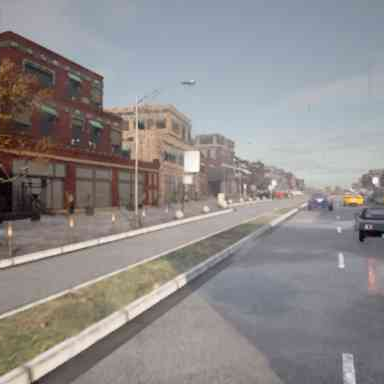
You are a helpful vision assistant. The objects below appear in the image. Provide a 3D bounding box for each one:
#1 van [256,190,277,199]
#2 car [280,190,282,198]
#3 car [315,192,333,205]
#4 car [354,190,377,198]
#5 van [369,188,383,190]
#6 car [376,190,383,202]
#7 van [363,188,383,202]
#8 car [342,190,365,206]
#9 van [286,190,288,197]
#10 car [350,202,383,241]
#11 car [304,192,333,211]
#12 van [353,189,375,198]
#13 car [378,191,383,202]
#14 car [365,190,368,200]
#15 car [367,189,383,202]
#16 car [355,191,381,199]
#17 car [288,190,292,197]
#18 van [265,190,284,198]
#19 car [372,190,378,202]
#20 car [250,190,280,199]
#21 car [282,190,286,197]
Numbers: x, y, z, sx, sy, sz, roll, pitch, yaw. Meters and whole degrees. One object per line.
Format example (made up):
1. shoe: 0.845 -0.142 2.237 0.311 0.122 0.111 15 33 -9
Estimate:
1. van: 16.608 0.571 74.202 4.442 1.987 1.878 -1 0 24
2. car: 17.693 0.813 76.901 4.792 1.488 2.163 -1 0 24
3. car: 17.338 0.782 43.488 1.882 1.535 5.008 -1 0 24
4. car: 39.823 0.442 76.300 4.553 1.767 2.185 -1 0 23
5. van: 24.544 0.493 40.713 4.442 1.987 1.878 -1 0 23
6. car: 20.123 0.823 30.748 4.892 1.521 2.231 -1 0 23
7. van: 28.751 0.449 51.040 4.442 1.987 1.878 -1 0 23
8. car: 18.294 0.795 38.003 1.882 1.535 5.008 -1 0 23
9. van: 21.953 0.489 87.031 4.442 1.987 1.878 -1 0 24
10. car: 8.140 1.307 14.457 1.895 1.301 4.718 -1 1 23
11. car: 12.260 0.784 31.680 2.097 1.767 4.553 -1 1 24
12. van: 40.780 0.324 78.890 4.442 1.987 1.878 -1 0 23
13. car: 19.021 0.856 28.222 5.008 1.535 2.097 -1 1 23
14. car: 25.584 0.743 43.400 4.674 1.452 2.002 -1 0 23
15. car: 23.401 0.739 38.338 5.008 1.535 2.097 -1 0 23
16. car: 37.582 0.632 71.260 4.792 1.488 2.163 -1 0 23
17. car: 23.243 0.439 89.631 5.566 2.045 2.435 -1 0 24
18. van: 20.892 0.509 84.598 4.442 1.987 1.878 -1 0 24
19. car: 21.217 0.792 33.278 4.892 1.521 2.231 -1 0 23
20. car: 15.360 0.557 71.717 5.566 2.045 2.435 -1 0 24
21. car: 18.702 0.518 79.354 5.566 2.045 2.435 -1 0 24
